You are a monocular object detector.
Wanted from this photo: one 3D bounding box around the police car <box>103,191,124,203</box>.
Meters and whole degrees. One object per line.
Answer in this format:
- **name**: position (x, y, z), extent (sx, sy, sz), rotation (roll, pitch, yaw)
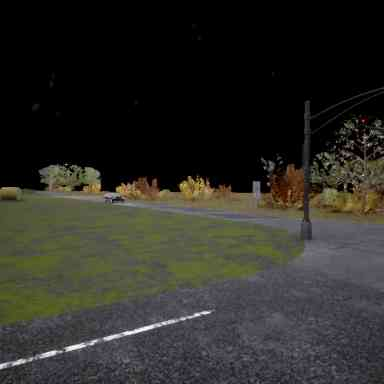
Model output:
- **police car**: position (-11.672, 0.744, 49.723), extent (1.930, 1.638, 5.238), rotation (1, 0, -32)
